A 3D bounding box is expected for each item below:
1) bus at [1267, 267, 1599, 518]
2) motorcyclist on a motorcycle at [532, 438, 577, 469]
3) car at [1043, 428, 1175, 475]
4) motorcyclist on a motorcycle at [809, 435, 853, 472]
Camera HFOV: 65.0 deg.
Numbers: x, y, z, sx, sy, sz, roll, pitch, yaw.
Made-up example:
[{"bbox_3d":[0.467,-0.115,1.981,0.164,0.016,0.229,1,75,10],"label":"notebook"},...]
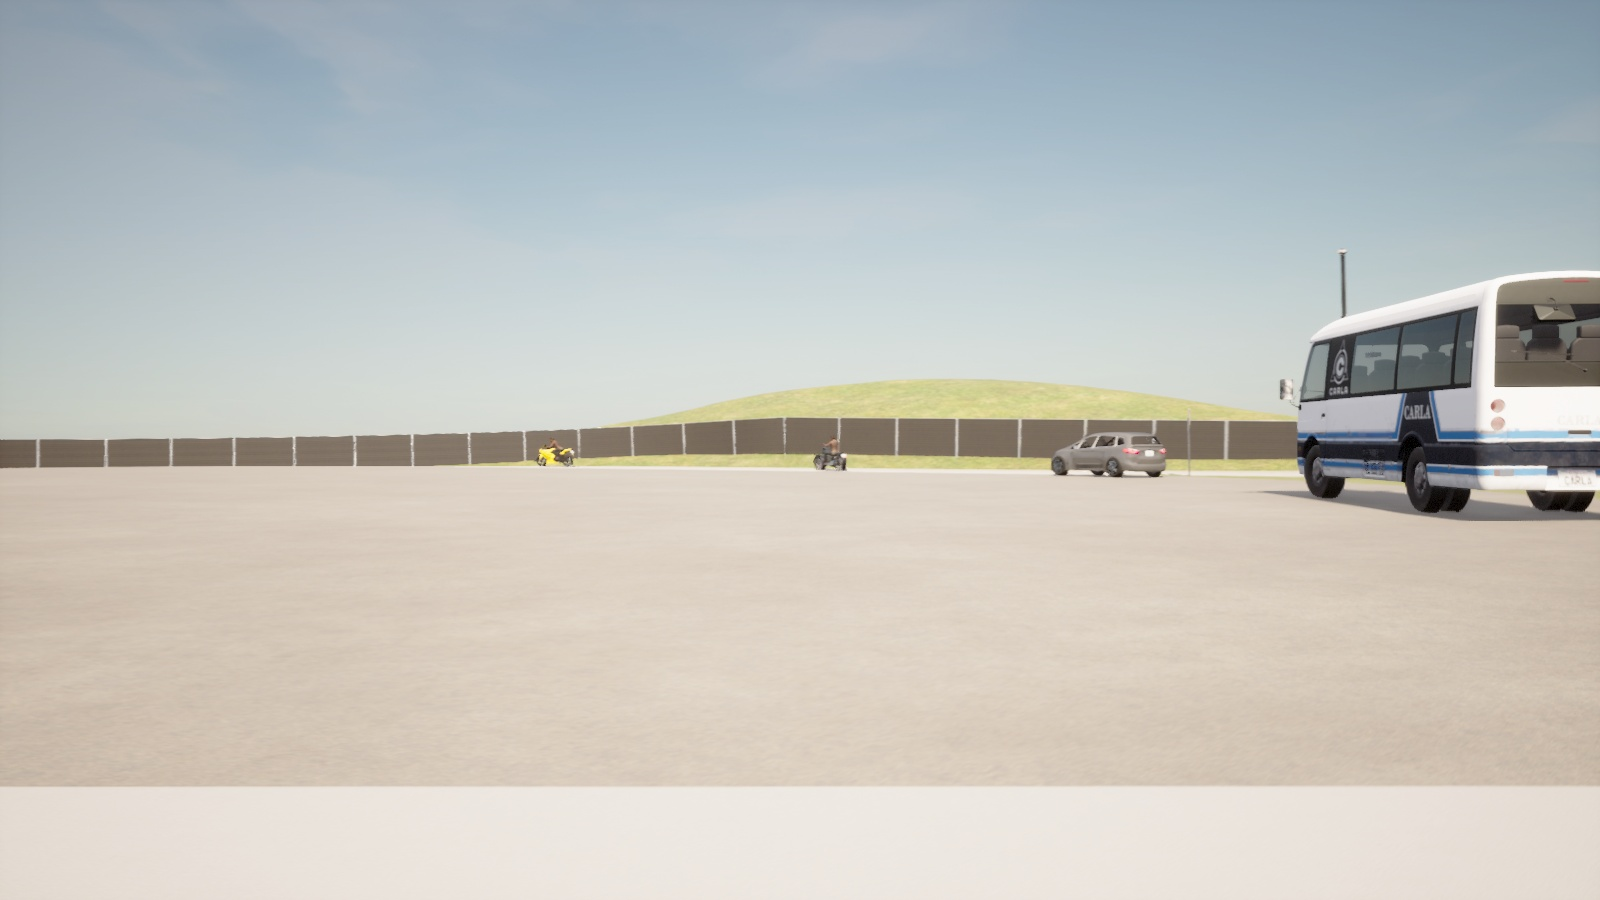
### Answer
[{"bbox_3d":[13.392,-1.017,26.437,3.944,4.253,10.273,0,1,4],"label":"bus"},{"bbox_3d":[-12.482,0.173,63.867,2.044,1.523,0.797,0,1,11],"label":"motorcyclist on a motorcycle"},{"bbox_3d":[11.499,0.052,47.052,2.242,1.667,4.611,0,0,-29],"label":"car"},{"bbox_3d":[1.373,0.146,56.554,0.766,1.649,2.350,-1,1,-33],"label":"motorcyclist on a motorcycle"}]
